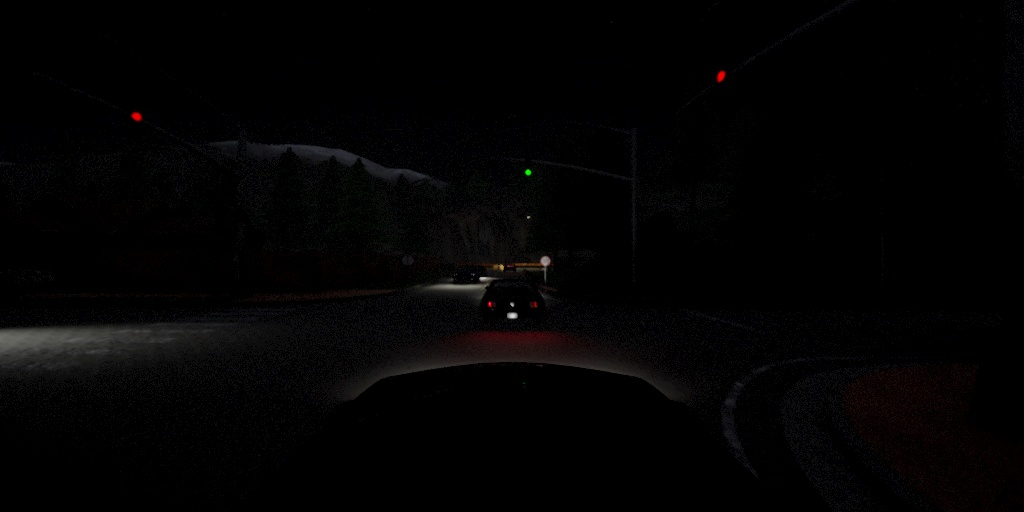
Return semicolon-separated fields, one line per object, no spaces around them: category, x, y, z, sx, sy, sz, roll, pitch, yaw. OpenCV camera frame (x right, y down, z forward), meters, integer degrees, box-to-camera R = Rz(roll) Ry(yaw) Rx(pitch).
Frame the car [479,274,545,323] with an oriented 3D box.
car;0.002;1.447;12.548;1.895;1.301;4.718;0;-1;0

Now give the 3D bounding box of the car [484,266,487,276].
car;-3.908;1.650;41.019;1.994;1.385;4.181;0;-1;-1

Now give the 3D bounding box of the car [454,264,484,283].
car;-3.830;1.476;31.041;1.882;1.535;5.008;0;-1;0

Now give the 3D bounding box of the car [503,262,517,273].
car;-0.335;1.696;53.023;2.128;1.511;4.902;0;-1;0
